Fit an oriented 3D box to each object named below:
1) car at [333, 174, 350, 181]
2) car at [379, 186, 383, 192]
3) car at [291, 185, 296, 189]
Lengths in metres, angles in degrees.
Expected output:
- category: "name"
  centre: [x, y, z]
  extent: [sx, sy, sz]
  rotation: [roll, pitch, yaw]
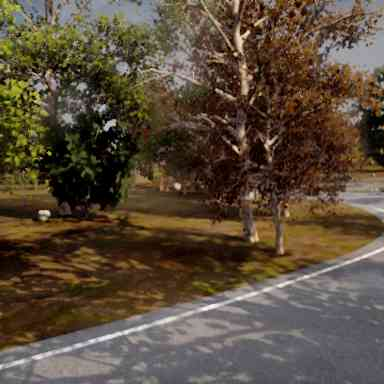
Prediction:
- category: "car"
  centre: [27.990, -2.699, 63.941]
  extent: [4.892, 1.490, 1.837]
  rotation: [-4, 3, -15]
- category: "car"
  centre: [21.260, -0.442, 32.708]
  extent: [4.718, 1.301, 1.895]
  rotation: [-1, 4, 42]
- category: "car"
  centre: [15.556, -1.011, 51.710]
  extent: [1.895, 1.301, 4.718]
  rotation: [-3, 3, 18]
